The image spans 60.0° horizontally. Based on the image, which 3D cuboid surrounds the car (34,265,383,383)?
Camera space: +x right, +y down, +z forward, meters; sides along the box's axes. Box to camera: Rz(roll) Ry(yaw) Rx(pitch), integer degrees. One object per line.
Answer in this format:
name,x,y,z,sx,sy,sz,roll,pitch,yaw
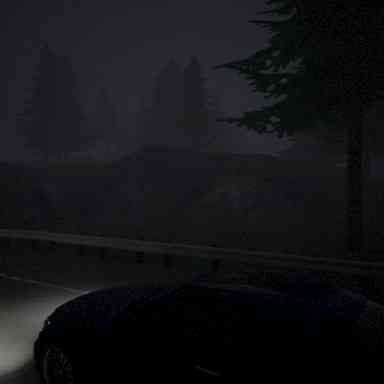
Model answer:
car,0.378,1.521,3.364,4.674,1.442,1.812,0,0,34
